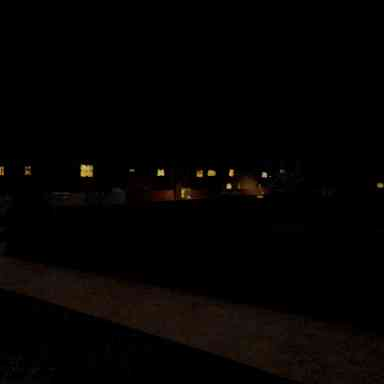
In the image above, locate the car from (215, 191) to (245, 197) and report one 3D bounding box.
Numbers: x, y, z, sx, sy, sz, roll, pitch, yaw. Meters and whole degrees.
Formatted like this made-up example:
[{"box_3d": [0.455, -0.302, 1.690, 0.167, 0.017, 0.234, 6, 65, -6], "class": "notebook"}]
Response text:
[{"box_3d": [4.357, 0.635, 38.551, 2.128, 1.511, 4.902, 1, 2, 39], "class": "car"}]
